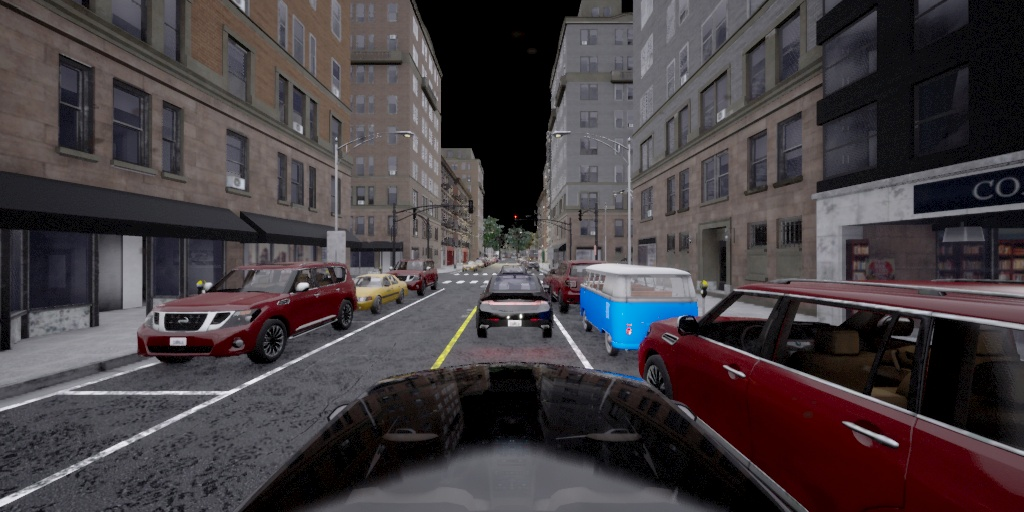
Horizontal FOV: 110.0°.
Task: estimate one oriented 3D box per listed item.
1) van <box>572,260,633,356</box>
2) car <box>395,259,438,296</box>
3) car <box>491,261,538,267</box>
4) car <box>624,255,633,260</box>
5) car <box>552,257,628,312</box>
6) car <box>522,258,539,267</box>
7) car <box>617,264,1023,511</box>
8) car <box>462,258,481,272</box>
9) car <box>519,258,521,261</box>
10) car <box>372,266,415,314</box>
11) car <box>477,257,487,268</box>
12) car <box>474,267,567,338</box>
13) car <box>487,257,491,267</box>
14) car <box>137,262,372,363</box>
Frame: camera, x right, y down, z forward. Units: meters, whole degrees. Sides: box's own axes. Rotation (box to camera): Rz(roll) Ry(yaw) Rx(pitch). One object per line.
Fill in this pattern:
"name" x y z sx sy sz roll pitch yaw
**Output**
"van" 2.639 1.091 8.305 1.690 1.789 3.998 0 0 0
"car" -5.396 1.064 19.666 2.192 1.841 5.009 0 0 0
"car" 0.074 1.241 20.229 2.128 1.511 4.902 0 0 -1
"car" 11.723 0.911 34.811 5.566 2.045 2.150 0 0 0
"car" 2.641 1.064 13.984 2.192 1.841 5.009 0 0 0
"car" 2.651 1.298 46.671 2.007 1.370 4.403 0 0 0
"car" 2.638 1.065 2.626 2.192 1.841 5.009 0 0 0
"car" -5.403 1.273 46.504 1.751 1.417 4.829 0 0 0
"car" 2.654 1.299 57.635 2.007 1.370 4.403 0 0 0
"car" -5.397 1.275 13.817 1.751 1.417 4.829 0 0 0
"car" -5.395 1.274 57.467 1.751 1.417 4.829 0 0 0
"car" 0.075 1.242 10.178 2.128 1.511 4.902 0 0 0
"car" -5.392 1.063 63.119 2.192 1.841 5.009 0 0 0
"car" -5.397 1.065 8.310 2.192 1.841 5.009 0 0 0
